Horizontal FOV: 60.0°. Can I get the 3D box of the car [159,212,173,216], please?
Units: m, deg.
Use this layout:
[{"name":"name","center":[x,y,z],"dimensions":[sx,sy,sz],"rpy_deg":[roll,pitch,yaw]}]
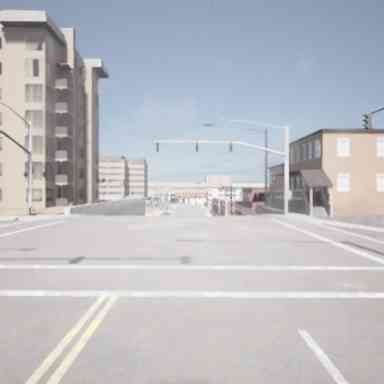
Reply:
[{"name":"car","center":[-3.579,3.553,46.623],"dimensions":[2.033,1.411,5.357],"rpy_deg":[0,-12,0]}]
